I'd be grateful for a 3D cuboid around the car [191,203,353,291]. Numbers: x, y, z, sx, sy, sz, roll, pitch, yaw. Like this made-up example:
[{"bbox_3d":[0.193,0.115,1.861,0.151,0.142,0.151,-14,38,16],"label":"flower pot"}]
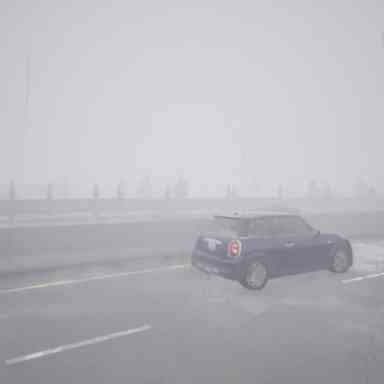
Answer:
[{"bbox_3d":[2.300,1.325,9.102,4.553,1.767,2.097,0,0,-31],"label":"car"}]
